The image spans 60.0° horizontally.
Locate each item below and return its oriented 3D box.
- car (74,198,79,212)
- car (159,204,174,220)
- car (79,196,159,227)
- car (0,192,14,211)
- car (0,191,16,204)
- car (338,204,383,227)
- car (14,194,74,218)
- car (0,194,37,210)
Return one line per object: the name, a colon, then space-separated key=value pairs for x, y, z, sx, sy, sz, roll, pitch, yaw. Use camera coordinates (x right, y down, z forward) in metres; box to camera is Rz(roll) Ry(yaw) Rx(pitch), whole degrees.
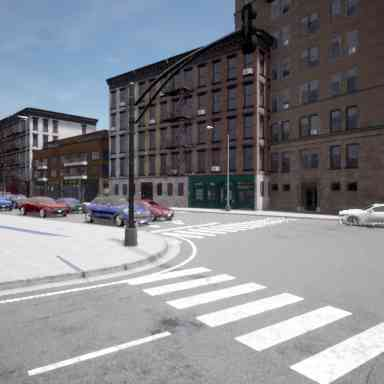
car: x=-11.161 y=1.201 z=29.918 sx=4.181 sy=1.385 sz=1.994 roll=1 pitch=0 yaw=39
car: x=-3.382 y=1.266 z=23.836 sx=4.674 sy=1.442 sz=1.812 roll=1 pitch=0 yaw=38
car: x=-4.593 y=1.089 z=20.587 sx=4.553 sy=1.767 sz=2.097 roll=1 pitch=0 yaw=39
car: x=-19.235 y=1.025 z=32.293 sx=5.008 sy=1.535 sz=1.882 roll=1 pitch=0 yaw=40
car: x=-27.587 y=0.786 z=48.231 sx=4.553 sy=1.767 sz=2.097 roll=1 pitch=0 yaw=41
car: x=11.759 y=1.465 z=20.889 sx=4.674 sy=1.442 sz=1.812 roll=1 pitch=2 yaw=21
car: x=-11.748 y=1.118 z=26.226 sx=5.008 sy=1.535 sz=1.882 roll=1 pitch=0 yaw=39
car: x=-19.166 y=1.029 z=36.462 sx=4.902 sy=1.511 sz=2.128 roll=1 pitch=0 yaw=40
